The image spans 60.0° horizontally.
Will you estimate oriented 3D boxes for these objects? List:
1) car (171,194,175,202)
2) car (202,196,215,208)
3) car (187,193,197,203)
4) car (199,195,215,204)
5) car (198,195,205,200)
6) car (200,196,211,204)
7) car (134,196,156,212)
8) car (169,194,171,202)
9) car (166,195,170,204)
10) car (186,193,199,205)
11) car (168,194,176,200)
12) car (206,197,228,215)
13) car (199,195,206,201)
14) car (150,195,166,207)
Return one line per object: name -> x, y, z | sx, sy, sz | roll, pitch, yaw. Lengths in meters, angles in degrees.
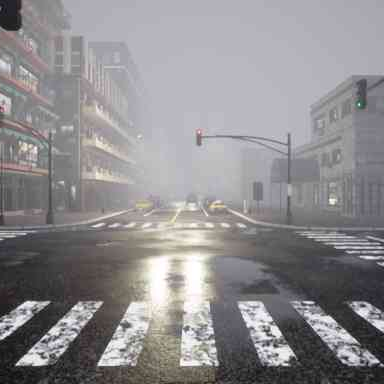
car -> -5.695, 1.624, 78.183 | 1.887, 1.381, 4.507 | 0, 0, 0
car -> 2.689, 1.609, 44.948 | 1.802, 1.307, 4.206 | 0, 0, 0
car -> -0.006, 1.179, 70.709 | 2.150, 2.045, 5.566 | 0, 0, 0
car -> 2.689, 1.349, 50.488 | 2.192, 1.841, 5.009 | 0, 0, 0
car -> 2.683, 1.666, 94.801 | 2.008, 1.369, 4.403 | 0, 0, 0
car -> 2.687, 1.609, 67.105 | 2.008, 1.369, 4.403 | 0, 0, 0
car -> -5.692, 1.547, 39.237 | 1.752, 1.417, 4.829 | 0, 0, 0
car -> -5.694, 1.584, 66.933 | 1.752, 1.417, 4.829 | 0, 0, 0
car -> -5.694, 1.600, 61.564 | 2.008, 1.369, 4.403 | 0, 0, 0
car -> -0.005, 1.400, 60.646 | 2.097, 1.767, 4.553 | 0, 0, 0
car -> -5.696, 1.430, 94.801 | 2.192, 1.841, 5.009 | 0, 0, 0
car -> 2.690, 1.543, 34.040 | 1.752, 1.417, 4.829 | 0, 0, 0
car -> 2.684, 1.628, 89.432 | 1.752, 1.417, 4.829 | 0, 0, 0
car -> -5.691, 1.349, 50.486 | 2.192, 1.841, 5.009 | 0, 0, 0
